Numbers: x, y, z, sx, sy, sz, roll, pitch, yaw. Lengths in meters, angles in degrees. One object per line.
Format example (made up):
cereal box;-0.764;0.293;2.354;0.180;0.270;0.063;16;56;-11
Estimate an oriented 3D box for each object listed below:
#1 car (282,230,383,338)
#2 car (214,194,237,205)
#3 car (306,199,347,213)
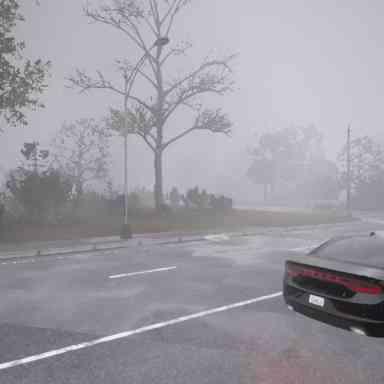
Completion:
car;3.906;1.478;6.414;5.008;1.535;1.882;0;0;-35
car;5.319;1.328;56.024;2.150;2.045;5.566;0;0;-25
car;15.064;1.494;37.092;2.128;1.511;4.902;0;0;-29
